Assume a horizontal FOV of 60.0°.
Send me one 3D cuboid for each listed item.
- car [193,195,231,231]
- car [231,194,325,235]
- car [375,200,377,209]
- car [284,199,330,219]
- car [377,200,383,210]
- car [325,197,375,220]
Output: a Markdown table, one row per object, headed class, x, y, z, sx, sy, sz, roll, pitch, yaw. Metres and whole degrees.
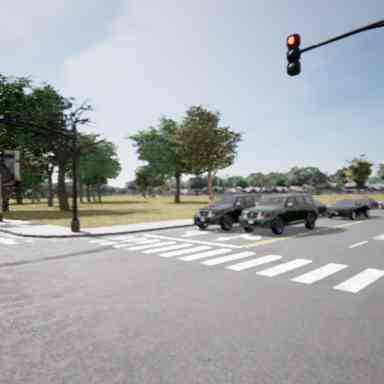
| class | x | y | z | sx | sy | sz | roll | pitch | yaw |
| --- | --- | --- | --- | --- | --- | --- | --- | --- | --- |
| car | 2.514 | 1.191 | 20.935 | 2.150 | 2.045 | 5.566 | -1 | 0 | 44 |
| car | 5.020 | 1.140 | 18.784 | 5.566 | 2.045 | 2.150 | -1 | 0 | -42 |
| car | 19.713 | 1.250 | 38.015 | 4.181 | 1.385 | 1.994 | -1 | 0 | -45 |
| car | 9.785 | 1.372 | 28.152 | 4.674 | 1.442 | 1.812 | -1 | 0 | -45 |
| car | 21.991 | 0.992 | 35.701 | 4.553 | 1.767 | 2.097 | -1 | 0 | -45 |
| car | 12.336 | 1.272 | 26.111 | 5.008 | 1.535 | 1.882 | -1 | 0 | -45 |
